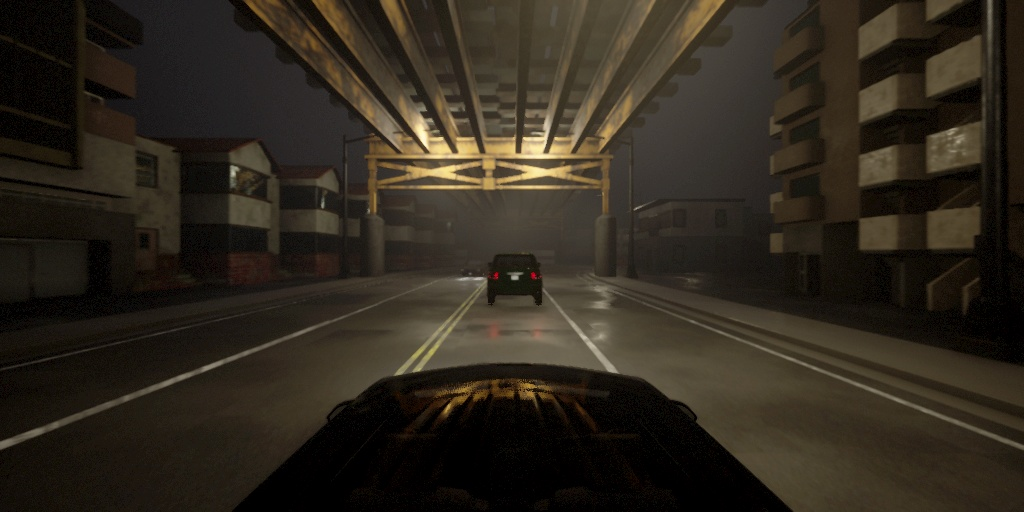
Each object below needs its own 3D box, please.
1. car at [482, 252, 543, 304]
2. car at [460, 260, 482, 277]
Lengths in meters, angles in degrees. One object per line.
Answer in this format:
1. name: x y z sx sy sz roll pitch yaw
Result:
1. car: 0.104 0.850 15.557 2.150 2.045 5.566 0 1 0
2. car: -3.077 1.036 31.772 2.033 1.411 5.357 0 1 7
